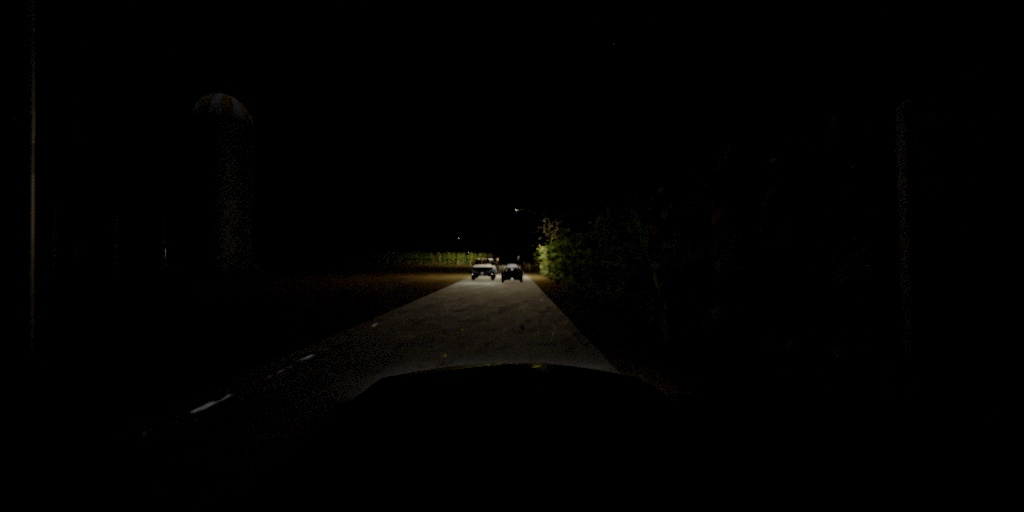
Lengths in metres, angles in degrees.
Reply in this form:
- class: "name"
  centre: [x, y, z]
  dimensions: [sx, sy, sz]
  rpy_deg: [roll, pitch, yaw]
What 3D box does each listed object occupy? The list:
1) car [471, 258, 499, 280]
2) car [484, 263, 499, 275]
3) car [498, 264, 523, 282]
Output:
- class: "car"
  centre: [-2.742, 1.257, 35.722]
  dimensions: [2.150, 2.045, 5.566]
  rpy_deg: [0, 0, 0]
- class: "car"
  centre: [-2.739, 1.688, 48.552]
  dimensions: [1.837, 1.490, 4.892]
  rpy_deg: [0, 0, 0]
- class: "car"
  centre: [0.012, 1.604, 31.820]
  dimensions: [1.895, 1.301, 4.718]
  rpy_deg: [0, 0, 0]
